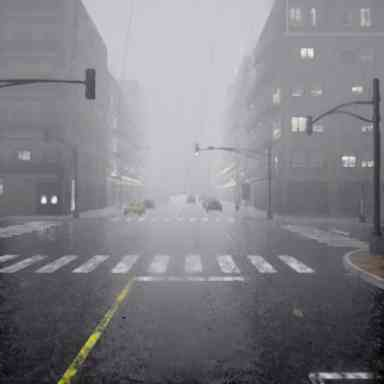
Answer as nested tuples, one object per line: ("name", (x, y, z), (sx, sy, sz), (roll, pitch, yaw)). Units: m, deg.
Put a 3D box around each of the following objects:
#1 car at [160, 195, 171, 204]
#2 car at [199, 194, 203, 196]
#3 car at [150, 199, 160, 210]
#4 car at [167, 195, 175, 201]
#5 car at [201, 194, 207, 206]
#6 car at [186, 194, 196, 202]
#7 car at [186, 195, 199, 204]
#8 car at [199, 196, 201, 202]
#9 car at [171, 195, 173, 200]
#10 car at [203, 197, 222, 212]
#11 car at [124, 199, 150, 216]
("car", (-5.855, 1.628, 67.041), (1.752, 1.417, 4.829), (1, 0, 0))
("car", (2.499, 1.439, 78.266), (2.192, 1.841, 5.009), (1, 0, 0))
("car", (-5.799, 1.612, 45.117), (1.887, 1.381, 4.507), (1, 0, 0))
("car", (-5.926, 1.678, 94.657), (1.752, 1.417, 4.829), (1, 0, 0))
("car", (2.583, 1.508, 45.125), (1.967, 1.590, 4.097), (1, 0, 0))
("car", (-0.194, 1.405, 75.831), (2.097, 1.767, 4.553), (0, 0, 0))
("car", (-0.166, 1.605, 65.438), (1.837, 1.490, 4.892), (0, 0, 0))
("car", (2.553, 1.668, 56.171), (1.802, 1.307, 4.206), (1, 0, 0))
("car", (-5.870, 1.664, 72.734), (2.008, 1.369, 4.403), (1, 0, 0))
("car", (2.596, 1.604, 39.601), (1.887, 1.381, 4.507), (1, 0, 0))
("car", (-5.770, 1.575, 33.900), (1.752, 1.417, 4.829), (1, 0, 0))
